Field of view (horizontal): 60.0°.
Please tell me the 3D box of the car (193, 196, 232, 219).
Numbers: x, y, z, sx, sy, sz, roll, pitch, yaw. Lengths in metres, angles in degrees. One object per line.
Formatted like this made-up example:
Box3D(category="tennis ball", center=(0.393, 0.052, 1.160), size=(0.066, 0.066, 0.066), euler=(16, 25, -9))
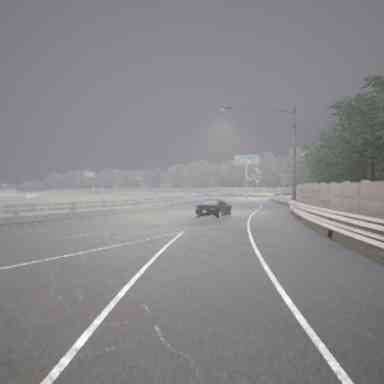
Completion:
Box3D(category="car", center=(1.889, 1.330, 27.582), size=(1.882, 1.535, 5.008), euler=(0, 0, 23))
